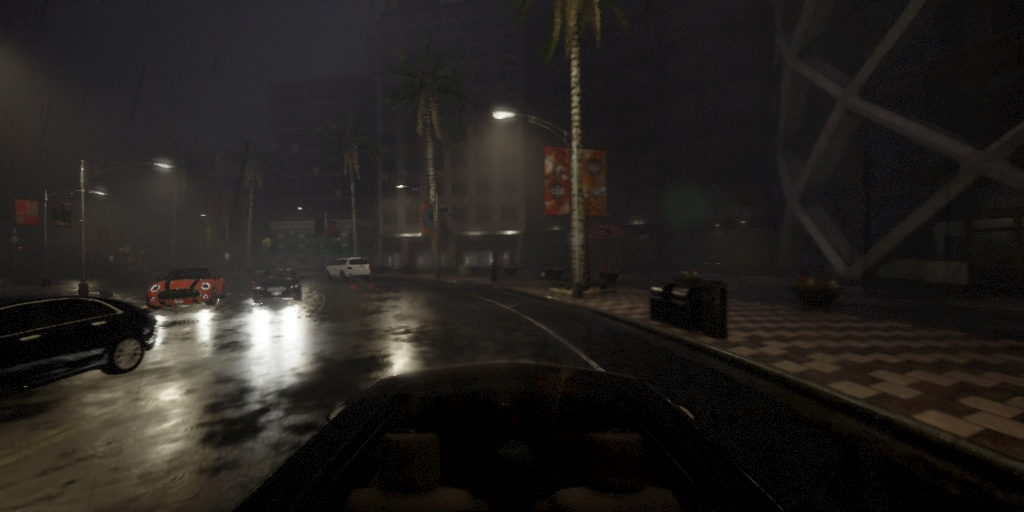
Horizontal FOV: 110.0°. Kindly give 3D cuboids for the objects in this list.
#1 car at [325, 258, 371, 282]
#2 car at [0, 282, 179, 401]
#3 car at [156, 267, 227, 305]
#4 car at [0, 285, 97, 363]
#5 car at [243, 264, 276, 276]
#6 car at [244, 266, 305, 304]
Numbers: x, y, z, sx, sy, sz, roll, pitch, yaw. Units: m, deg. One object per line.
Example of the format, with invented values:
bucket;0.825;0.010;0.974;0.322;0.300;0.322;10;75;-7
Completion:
car;-14.740;1.182;32.126;5.566;2.045;2.150;0;0;43
car;-7.576;1.360;4.930;1.837;1.490;4.892;-1;0;-8
car;-14.834;1.310;16.609;2.097;1.767;4.553;-1;0;-32
car;-11.180;1.454;6.394;2.033;1.411;5.357;-1;0;-11
car;-28.359;1.627;40.731;5.008;1.535;1.882;-1;0;24
car;-11.552;1.406;17.866;2.128;1.511;4.902;-1;0;-30
